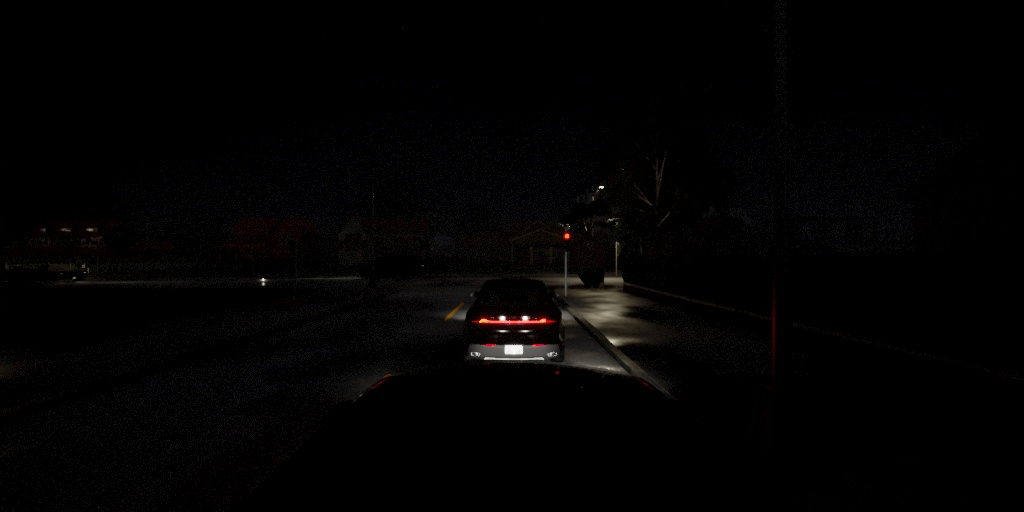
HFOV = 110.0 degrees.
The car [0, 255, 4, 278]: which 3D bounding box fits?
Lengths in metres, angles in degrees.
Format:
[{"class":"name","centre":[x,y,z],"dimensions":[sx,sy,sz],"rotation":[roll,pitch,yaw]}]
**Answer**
[{"class":"car","centre":[-48.070,0.950,30.901],"dimensions":[5.566,2.045,2.150],"rotation":[0,0,1]}]

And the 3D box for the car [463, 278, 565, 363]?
[{"class":"car","centre":[0.052,1.250,8.153],"dimensions":[1.837,1.490,4.892],"rotation":[0,0,1]}]

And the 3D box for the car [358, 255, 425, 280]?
[{"class":"car","centre":[-10.373,0.949,31.027],"dimensions":[5.566,2.045,2.150],"rotation":[0,-1,5]}]

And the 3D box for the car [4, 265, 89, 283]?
[{"class":"car","centre":[-34.899,1.332,26.780],"dimensions":[4.718,1.301,1.895],"rotation":[0,0,0]}]

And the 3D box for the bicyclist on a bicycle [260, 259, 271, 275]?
[{"class":"bicyclist on a bicycle","centre":[-24.169,1.074,35.189],"dimensions":[0.582,1.620,1.656],"rotation":[0,0,0]}]
